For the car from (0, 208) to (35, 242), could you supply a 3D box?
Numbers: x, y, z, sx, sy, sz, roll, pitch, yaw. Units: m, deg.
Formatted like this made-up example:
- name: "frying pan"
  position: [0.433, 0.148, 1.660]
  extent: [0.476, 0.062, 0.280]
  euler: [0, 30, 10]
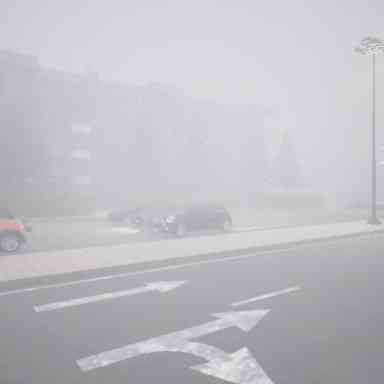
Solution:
- name: "car"
  position: [-10.242, 1.546, 15.106]
  extent: [5.357, 1.411, 2.033]
  euler: [0, 0, -35]

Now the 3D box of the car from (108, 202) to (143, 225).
- name: "car"
  position: [-3.598, 1.467, 24.128]
  extent: [5.008, 1.535, 1.882]
  euler: [0, 0, -35]

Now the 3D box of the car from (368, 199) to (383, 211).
- name: "car"
  position: [22.959, 1.491, 38.857]
  extent: [4.674, 1.442, 1.812]
  euler: [0, 0, -36]

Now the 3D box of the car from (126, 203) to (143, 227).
- name: "car"
  position: [-1.663, 1.554, 21.210]
  extent: [4.181, 1.385, 1.994]
  euler: [0, 0, -35]

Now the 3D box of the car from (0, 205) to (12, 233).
- name: "car"
  position: [-12.505, 1.504, 17.790]
  extent: [4.892, 1.490, 1.837]
  euler: [0, 0, -35]

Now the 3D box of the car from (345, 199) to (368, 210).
- name: "car"
  position: [21.368, 1.566, 42.025]
  extent: [4.718, 1.301, 1.895]
  euler: [0, 0, -36]

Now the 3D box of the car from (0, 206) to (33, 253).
- name: "car"
  position: [-8.543, 1.350, 12.023]
  extent: [4.553, 1.767, 2.097]
  euler: [0, 0, -36]

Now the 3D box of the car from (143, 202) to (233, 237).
- name: "car"
  position: [0.021, 1.342, 18.114]
  extent: [4.553, 1.767, 2.097]
  euler: [0, 0, -35]
